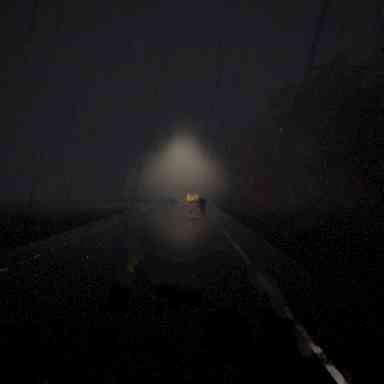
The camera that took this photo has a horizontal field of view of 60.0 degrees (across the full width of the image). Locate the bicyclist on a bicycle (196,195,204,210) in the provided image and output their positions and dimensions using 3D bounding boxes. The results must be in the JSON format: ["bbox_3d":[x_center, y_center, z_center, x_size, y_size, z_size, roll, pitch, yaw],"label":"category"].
[{"bbox_3d":[0.935,1.160,37.772,0.866,1.612,1.509,0,0,0],"label":"bicyclist on a bicycle"}]

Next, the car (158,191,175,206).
[{"bbox_3d":[-3.566,0.874,47.929,2.150,2.045,5.566,0,0,0],"label":"car"}]

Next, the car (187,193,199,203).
[{"bbox_3d":[0.087,1.063,56.721,1.882,1.535,5.008,0,1,0],"label":"car"}]

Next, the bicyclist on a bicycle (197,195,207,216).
[{"bbox_3d":[0.968,1.249,27.895,0.582,1.620,1.656,0,0,0],"label":"bicyclist on a bicycle"}]
